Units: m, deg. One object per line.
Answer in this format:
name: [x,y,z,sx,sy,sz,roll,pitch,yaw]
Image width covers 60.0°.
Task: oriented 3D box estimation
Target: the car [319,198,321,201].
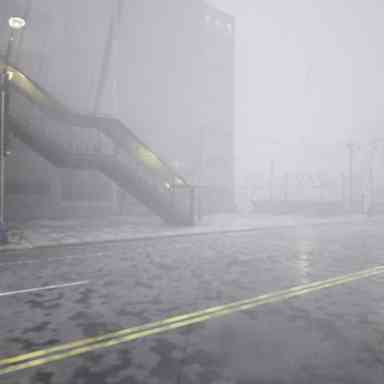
car: [29.207,2.090,76.213,3.806,1.475,1.970,1,0,-36]
